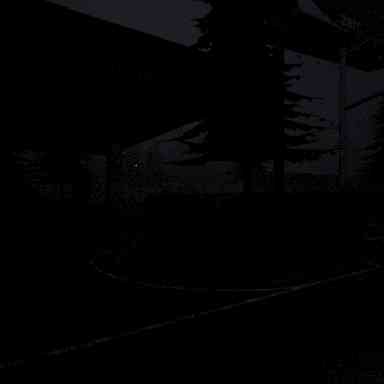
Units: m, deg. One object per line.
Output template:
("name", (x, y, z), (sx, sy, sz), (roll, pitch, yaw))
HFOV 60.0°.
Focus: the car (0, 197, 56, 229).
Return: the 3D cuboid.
("car", (-11.854, 1.313, 23.546), (3.866, 1.878, 1.905), (0, 0, -36))
